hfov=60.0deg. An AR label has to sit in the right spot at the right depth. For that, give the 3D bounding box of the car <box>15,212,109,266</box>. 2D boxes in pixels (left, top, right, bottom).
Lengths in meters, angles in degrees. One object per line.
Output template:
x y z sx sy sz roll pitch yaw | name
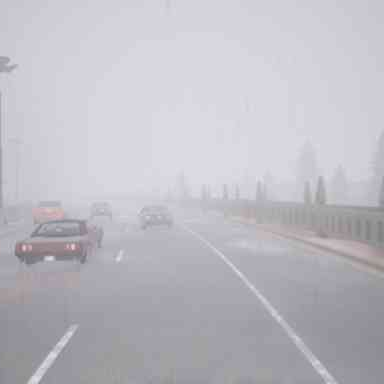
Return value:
-4.323 1.603 11.690 1.895 1.301 4.718 -1 0 -7 | car

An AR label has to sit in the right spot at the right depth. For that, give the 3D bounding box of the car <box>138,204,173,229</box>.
-2.462 1.511 21.717 2.033 1.411 5.357 -1 0 -12 | car

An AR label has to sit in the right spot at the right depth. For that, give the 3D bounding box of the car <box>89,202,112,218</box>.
-8.062 1.550 29.395 2.033 1.411 5.357 -1 0 -17 | car

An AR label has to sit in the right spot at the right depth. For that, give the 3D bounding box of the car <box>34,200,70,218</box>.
-10.702 1.389 25.615 2.097 1.767 4.553 -1 0 -15 | car
